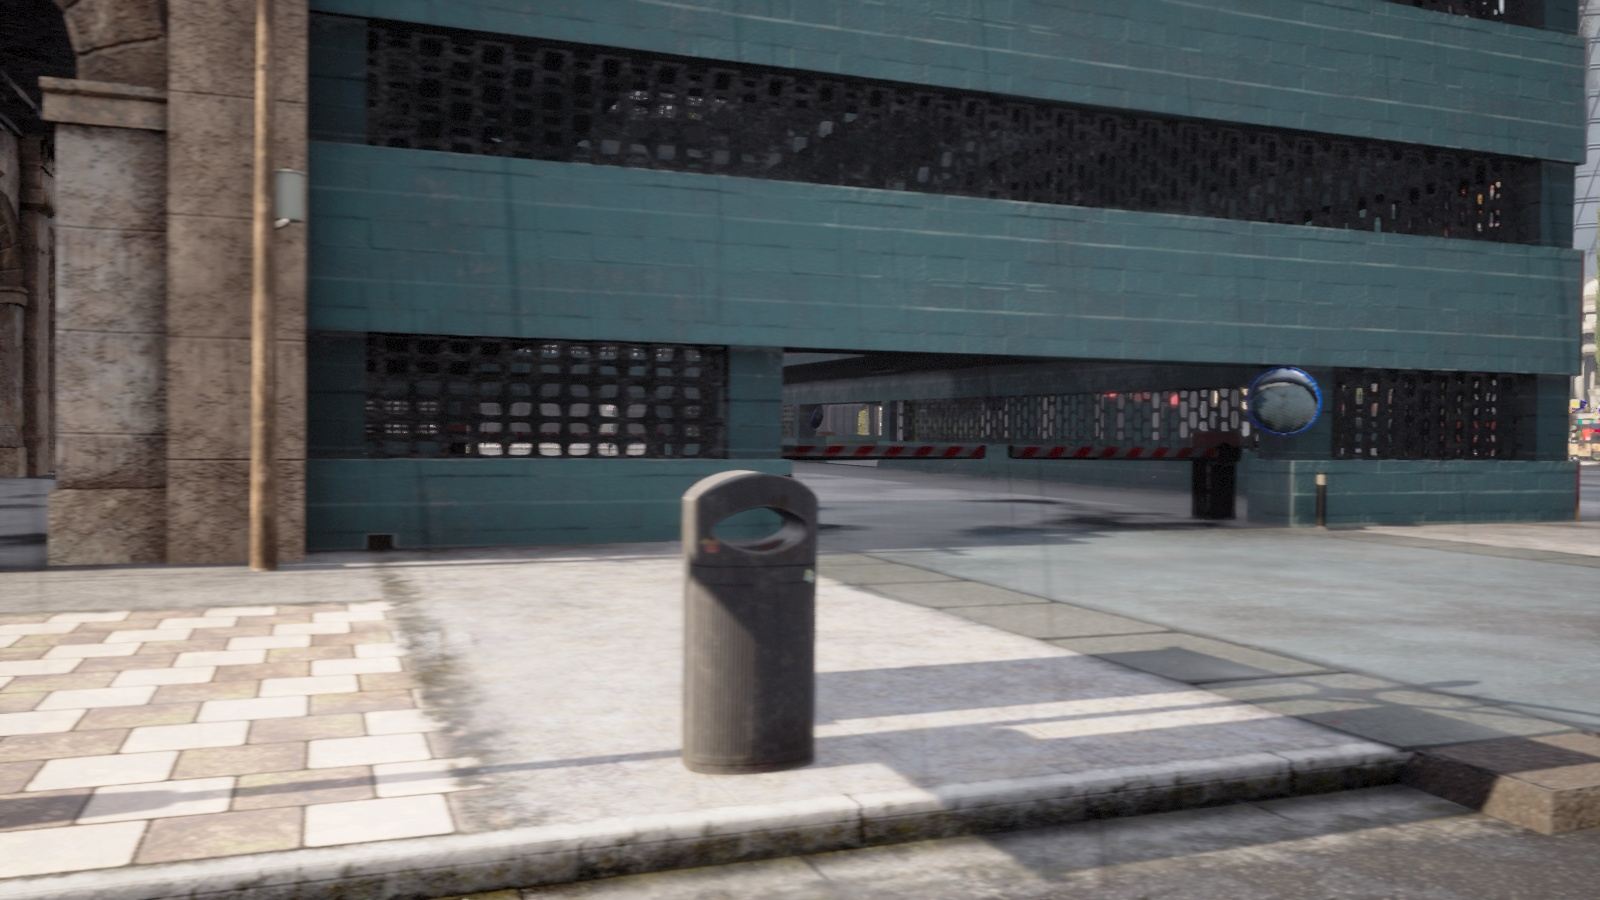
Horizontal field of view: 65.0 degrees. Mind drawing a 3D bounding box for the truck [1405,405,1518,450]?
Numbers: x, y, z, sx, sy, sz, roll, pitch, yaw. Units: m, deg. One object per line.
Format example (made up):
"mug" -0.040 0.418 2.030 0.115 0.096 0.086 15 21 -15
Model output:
"truck" 38.280 -1.286 72.747 2.627 2.467 5.204 -1 1 -44
